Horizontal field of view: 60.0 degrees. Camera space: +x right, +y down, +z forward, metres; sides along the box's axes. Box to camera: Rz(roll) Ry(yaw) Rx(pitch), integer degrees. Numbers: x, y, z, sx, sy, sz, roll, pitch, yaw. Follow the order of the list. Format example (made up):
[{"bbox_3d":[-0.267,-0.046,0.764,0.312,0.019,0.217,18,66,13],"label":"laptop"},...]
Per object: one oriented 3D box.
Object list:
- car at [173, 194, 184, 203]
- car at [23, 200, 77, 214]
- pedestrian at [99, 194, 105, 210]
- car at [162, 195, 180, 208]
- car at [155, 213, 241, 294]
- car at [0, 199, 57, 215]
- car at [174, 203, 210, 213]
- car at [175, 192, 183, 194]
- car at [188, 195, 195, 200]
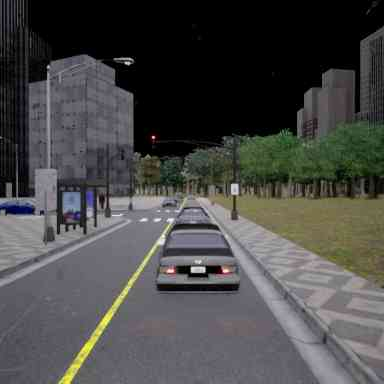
[{"bbox_3d":[-3.113,1.484,62.564,1.994,1.385,4.181,0,0,0],"label":"car"},{"bbox_3d":[-14.570,1.522,34.236,4.718,1.301,1.895,0,1,2],"label":"car"},{"bbox_3d":[-10.108,1.047,37.262,0.375,1.860,0.375,0,0,1],"label":"pedestrian"},{"bbox_3d":[-3.129,1.511,46.861,1.994,1.385,4.181,0,0,0],"label":"car"},{"bbox_3d":[0.094,1.544,8.916,2.033,1.411,5.357,0,0,-1],"label":"car"},{"bbox_3d":[-15.658,1.423,31.157,5.008,1.535,1.882,0,1,0],"label":"car"},{"bbox_3d":[0.071,1.552,19.195,1.994,1.385,4.181,0,0,0],"label":"car"},{"bbox_3d":[-3.115,1.048,77.853,2.150,2.045,5.566,0,0,0],"label":"car"},{"bbox_3d":[-0.153,1.460,86.392,1.895,1.301,4.718,0,0,0],"label":"car"}]
